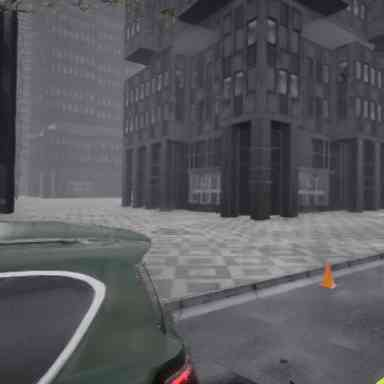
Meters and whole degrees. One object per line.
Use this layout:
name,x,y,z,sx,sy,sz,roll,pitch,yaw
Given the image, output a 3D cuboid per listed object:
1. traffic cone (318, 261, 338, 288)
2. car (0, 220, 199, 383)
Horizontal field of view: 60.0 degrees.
traffic cone,3.230,1.934,7.900,0.340,0.580,0.340,0,0,-36
car,-2.522,1.225,1.083,5.566,2.045,2.150,0,0,-36
